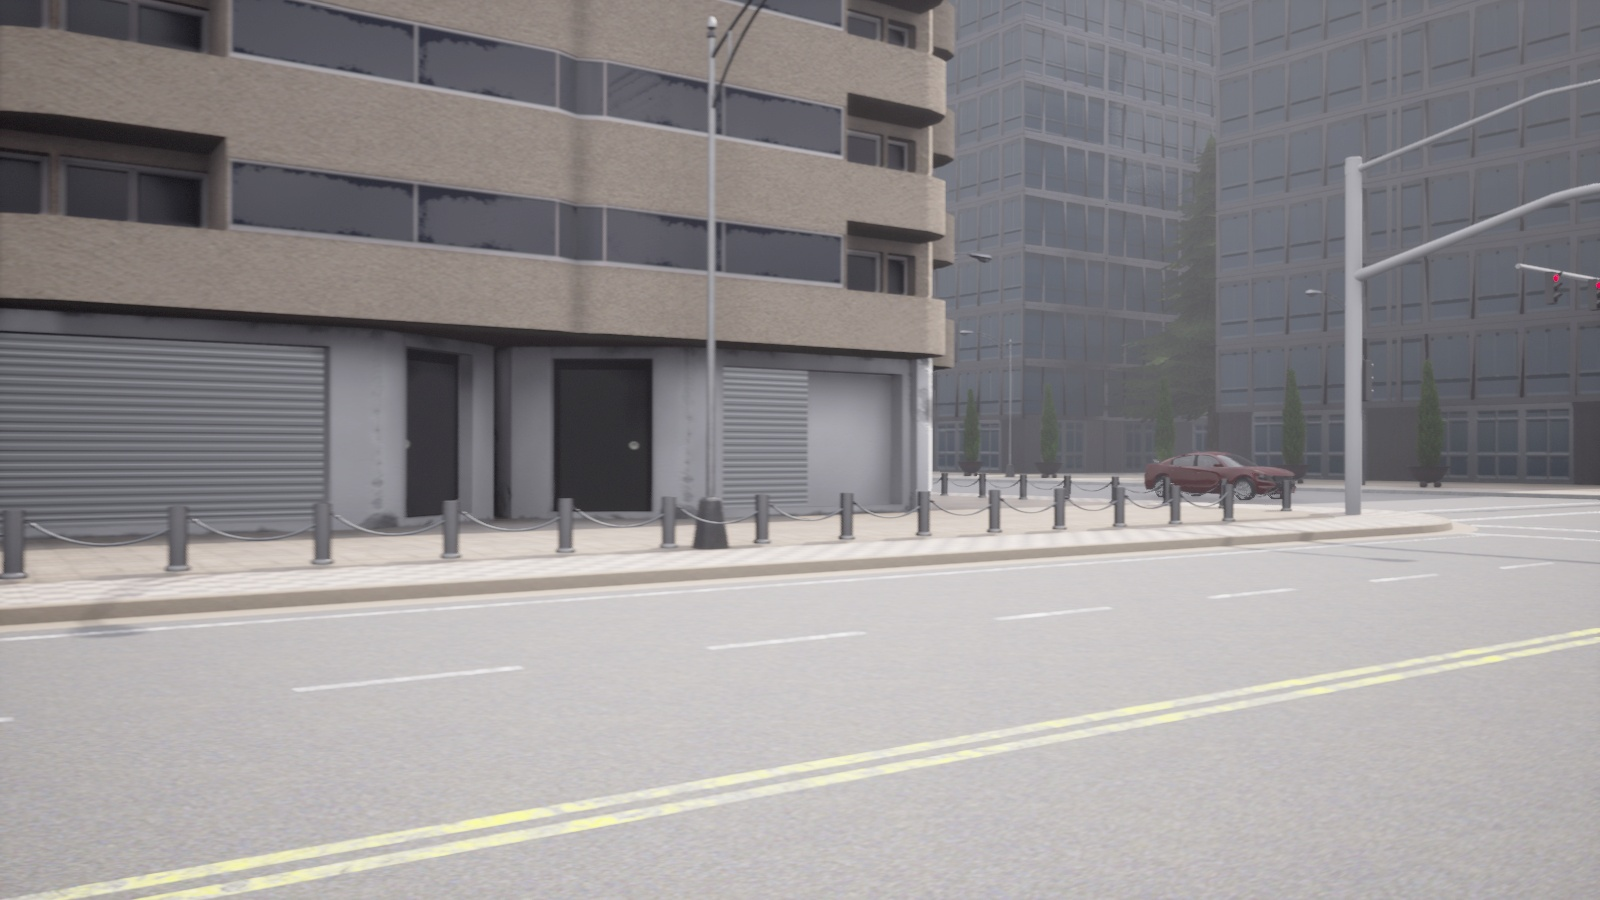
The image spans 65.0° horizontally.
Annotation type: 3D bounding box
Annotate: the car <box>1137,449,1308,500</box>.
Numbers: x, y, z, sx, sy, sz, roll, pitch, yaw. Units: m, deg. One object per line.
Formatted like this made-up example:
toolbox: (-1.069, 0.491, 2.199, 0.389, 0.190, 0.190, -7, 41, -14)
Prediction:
car: (13.327, 0.737, 39.937, 1.882, 1.535, 5.008, 0, 0, -35)
